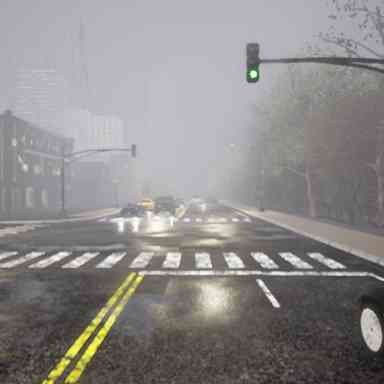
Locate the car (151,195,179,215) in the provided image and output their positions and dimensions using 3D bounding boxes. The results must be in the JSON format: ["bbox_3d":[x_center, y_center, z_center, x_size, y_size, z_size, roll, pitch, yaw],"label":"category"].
[{"bbox_3d":[-2.910,1.401,36.803,2.150,2.045,5.566,0,0,-1],"label":"car"}]

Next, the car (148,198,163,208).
[{"bbox_3d":[-5.913,1.770,54.801,1.837,1.490,4.892,0,-1,1],"label":"car"}]

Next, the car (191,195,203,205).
[{"bbox_3d":[0.915,1.539,65.885,2.150,2.045,5.566,0,0,0],"label":"car"}]

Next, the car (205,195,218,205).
[{"bbox_3d":[4.164,1.824,65.928,1.837,1.490,4.892,0,0,1],"label":"car"}]

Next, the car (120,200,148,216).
[{"bbox_3d":[-6.178,1.771,34.989,1.895,1.301,4.718,0,0,1],"label":"car"}]

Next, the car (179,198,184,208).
[{"bbox_3d":[-2.747,1.784,48.849,2.033,1.411,5.357,0,0,1],"label":"car"}]

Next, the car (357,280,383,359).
[{"bbox_3d":[3.383,1.494,2.999,1.882,1.535,5.008,0,0,1],"label":"car"}]

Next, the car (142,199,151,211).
[{"bbox_3d":[-6.056,1.691,44.120,1.882,1.535,5.008,0,0,1],"label":"car"}]
